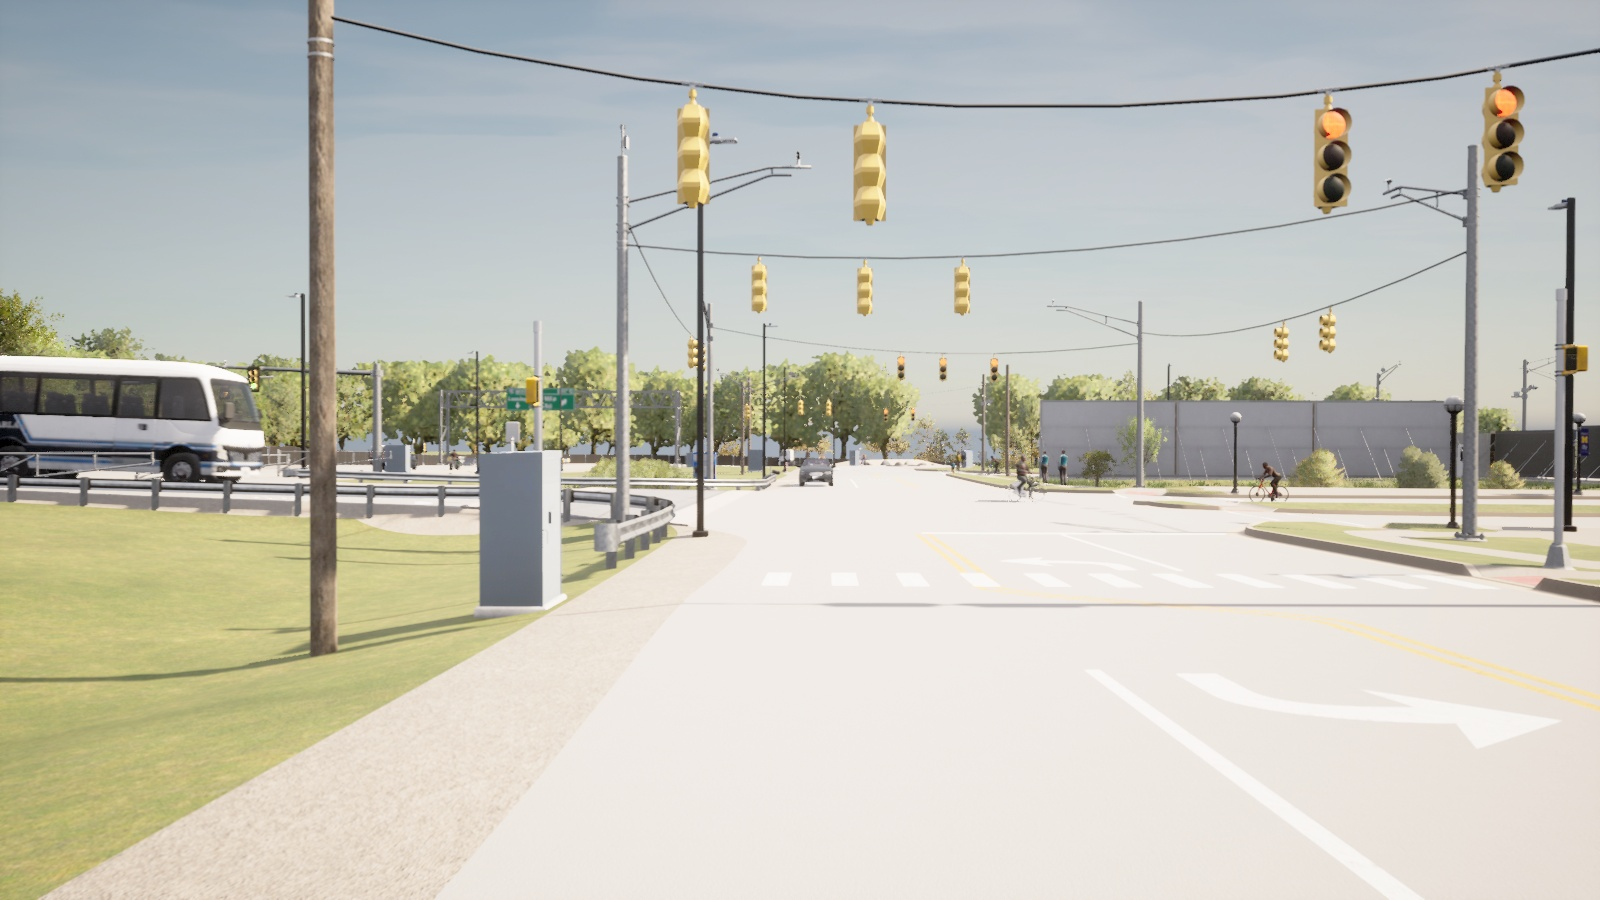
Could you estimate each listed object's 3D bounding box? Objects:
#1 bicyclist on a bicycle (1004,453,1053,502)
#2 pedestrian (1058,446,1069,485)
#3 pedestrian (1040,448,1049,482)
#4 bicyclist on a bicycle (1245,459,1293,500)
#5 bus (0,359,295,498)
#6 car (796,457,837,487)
[{"bbox_3d":[8.486,1.011,46.683,0.659,1.776,1.843,1,-1,-36],"label":"bicyclist on a bicycle"},{"bbox_3d":[13.359,0.773,63.735,0.396,1.930,0.692,0,1,0],"label":"pedestrian"},{"bbox_3d":[13.893,0.841,71.304,0.396,1.930,0.692,0,1,1],"label":"pedestrian"},{"bbox_3d":[18.568,1.154,49.726,1.656,1.620,0.582,0,0,-5],"label":"bicyclist on a bicycle"},{"bbox_3d":[-22.937,-0.705,42.170,10.273,4.253,3.944,2,-1,1],"label":"bus"},{"bbox_3d":[0.934,1.167,68.765,2.128,1.511,4.902,0,0,1],"label":"car"}]
